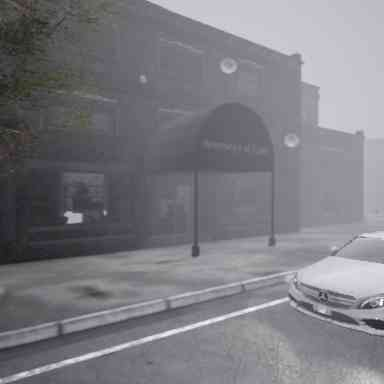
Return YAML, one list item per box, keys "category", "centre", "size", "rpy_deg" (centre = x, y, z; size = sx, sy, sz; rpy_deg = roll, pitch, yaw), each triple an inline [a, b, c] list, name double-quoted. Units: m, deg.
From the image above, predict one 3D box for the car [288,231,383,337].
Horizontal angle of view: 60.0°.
- category: "car"
  centre: [3.891, 1.527, 6.453]
  size: [4.674, 1.442, 1.812]
  rpy_deg: [0, 0, -35]
